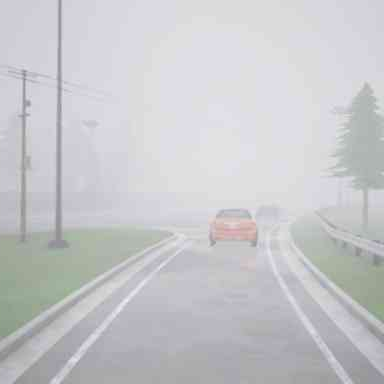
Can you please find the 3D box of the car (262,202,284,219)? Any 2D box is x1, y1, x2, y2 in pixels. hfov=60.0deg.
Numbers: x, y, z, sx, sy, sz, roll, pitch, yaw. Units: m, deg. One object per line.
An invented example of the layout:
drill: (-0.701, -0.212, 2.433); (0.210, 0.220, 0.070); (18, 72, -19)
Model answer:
car: (7.828, 1.769, 32.835); (1.882, 1.535, 5.008); (0, -1, 25)

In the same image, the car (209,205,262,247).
car: (2.173, 1.492, 16.207); (2.097, 1.767, 4.553); (0, 0, 12)
